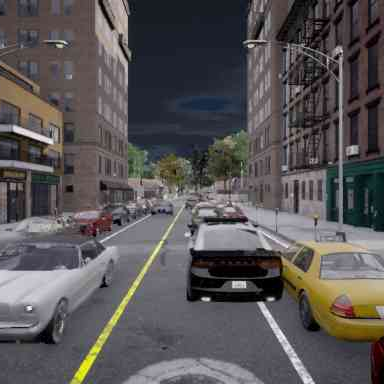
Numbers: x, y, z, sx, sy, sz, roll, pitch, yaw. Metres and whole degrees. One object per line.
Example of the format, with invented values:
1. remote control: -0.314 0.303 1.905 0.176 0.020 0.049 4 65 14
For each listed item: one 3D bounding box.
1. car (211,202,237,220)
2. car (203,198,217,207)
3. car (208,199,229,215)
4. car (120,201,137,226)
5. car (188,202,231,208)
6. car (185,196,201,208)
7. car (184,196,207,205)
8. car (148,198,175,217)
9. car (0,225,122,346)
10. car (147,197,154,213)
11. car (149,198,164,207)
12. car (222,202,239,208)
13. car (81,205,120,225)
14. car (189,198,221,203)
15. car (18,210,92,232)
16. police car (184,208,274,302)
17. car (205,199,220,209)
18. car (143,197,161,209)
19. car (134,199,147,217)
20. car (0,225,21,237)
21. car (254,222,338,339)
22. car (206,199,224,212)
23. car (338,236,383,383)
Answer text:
1. car: 2.664 1.584 28.547 1.802 1.307 4.206 0 0 0
2. car: 2.685 1.585 50.621 1.947 1.339 4.313 0 0 0
3. car: 2.670 1.531 34.236 1.752 1.417 4.829 0 0 0
4. car: -5.366 1.567 23.033 1.947 1.339 4.313 0 0 0
5. car: 0.842 1.526 18.325 1.812 1.442 4.674 0 0 0
6. car: 0.061 1.507 46.231 2.128 1.511 4.902 0 0 1
7. car: 0.685 1.502 59.502 1.882 1.535 5.008 0 0 27
8. car: -2.720 1.568 31.713 1.994 1.385 4.181 0 0 0
9. car: -2.845 1.601 6.476 1.895 1.301 4.718 0 0 0
10. car: -5.356 1.446 34.070 1.967 1.590 4.097 0 0 0
11. car: -5.340 1.600 50.627 1.802 1.307 4.206 0 0 0
12. car: 2.660 1.583 23.029 1.802 1.307 4.206 0 0 0
13. car: -5.371 1.545 17.514 1.887 1.381 4.507 0 0 0
14. car: 0.848 1.457 24.515 1.801 1.575 5.366 0 0 0
15. car: -5.376 1.551 11.995 2.008 1.369 4.403 0 0 0
16. police car: 0.833 1.425 8.435 1.930 1.638 5.238 0 0 0
17. car: 2.680 1.596 45.102 1.802 1.307 4.206 0 0 0
18. car: -5.345 1.454 45.108 1.967 1.590 4.097 0 0 0
19. car: -5.360 1.553 28.551 2.008 1.369 4.403 0 0 0
20. car: -5.381 1.582 6.476 1.802 1.307 4.206 0 0 0
21. car: 2.640 1.525 6.643 1.752 1.417 4.829 0 0 0
22. car: 2.675 1.554 39.584 1.887 1.381 4.507 0 0 0
23. car: 2.639 1.315 0.956 2.192 1.841 5.009 0 0 0
